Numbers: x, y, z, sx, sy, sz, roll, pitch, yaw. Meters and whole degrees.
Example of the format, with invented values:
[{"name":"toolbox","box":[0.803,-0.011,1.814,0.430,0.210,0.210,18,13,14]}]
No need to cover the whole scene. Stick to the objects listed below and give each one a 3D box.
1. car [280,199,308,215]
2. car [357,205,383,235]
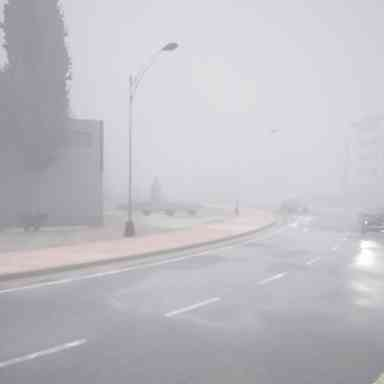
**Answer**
[{"name":"car","box":[10.497,1.486,34.401,2.128,1.511,4.902,0,0,1]},{"name":"car","box":[10.302,1.623,18.422,1.895,1.301,4.718,0,0,24]}]
